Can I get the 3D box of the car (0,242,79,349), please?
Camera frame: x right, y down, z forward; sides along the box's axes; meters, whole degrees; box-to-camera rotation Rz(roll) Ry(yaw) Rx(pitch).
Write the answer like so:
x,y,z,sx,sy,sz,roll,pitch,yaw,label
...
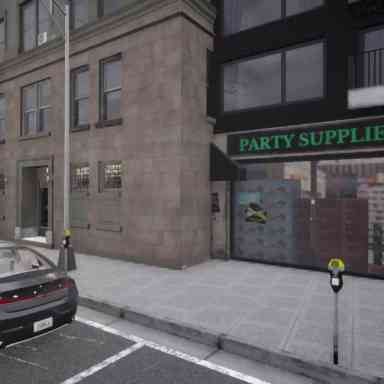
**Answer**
x,y,z,sx,sy,sz,roll,pitch,yaw,label
-3.788,1.551,5.746,4.403,1.369,2.008,0,0,35,car
